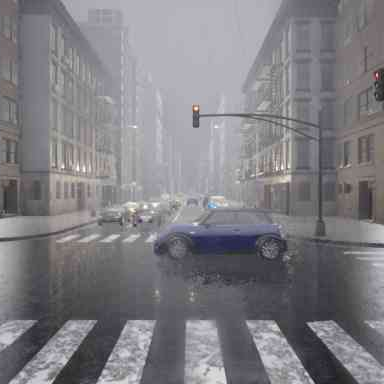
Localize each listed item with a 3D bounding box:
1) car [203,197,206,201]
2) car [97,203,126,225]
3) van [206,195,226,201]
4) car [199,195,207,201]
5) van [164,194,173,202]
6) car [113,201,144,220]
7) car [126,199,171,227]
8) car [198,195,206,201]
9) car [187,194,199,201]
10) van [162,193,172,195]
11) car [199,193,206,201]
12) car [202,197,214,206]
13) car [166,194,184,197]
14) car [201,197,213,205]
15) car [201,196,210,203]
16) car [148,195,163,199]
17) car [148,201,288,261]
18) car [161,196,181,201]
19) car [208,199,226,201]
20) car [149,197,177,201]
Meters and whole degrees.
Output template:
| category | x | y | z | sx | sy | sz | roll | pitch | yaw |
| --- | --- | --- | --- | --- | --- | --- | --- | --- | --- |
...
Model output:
| category | x | y | z | sx | sy | sz | roll | pitch | yaw |
| --- | --- | --- | --- | --- | --- | --- | --- | --- | --- |
| car | 2.645 | 1.578 | 39.723 | 1.802 | 1.307 | 4.206 | 0 | 0 | 0 |
| car | -5.389 | 1.549 | 23.504 | 2.008 | 1.369 | 4.403 | 0 | 0 | 0 |
| van | 2.643 | 1.338 | 34.317 | 1.690 | 1.788 | 3.998 | 0 | 0 | 0 |
| car | 2.660 | 1.539 | 82.973 | 1.887 | 1.381 | 4.507 | 0 | 0 | 0 |
| van | -5.434 | 1.336 | 77.566 | 1.690 | 1.788 | 3.998 | 0 | 0 | 0 |
| car | -5.393 | 1.523 | 28.740 | 1.752 | 1.417 | 4.829 | 0 | 0 | 0 |
| car | -2.847 | 1.490 | 22.872 | 2.128 | 1.511 | 4.902 | 0 | 0 | 0 |
| car | 2.661 | 1.560 | 88.379 | 1.947 | 1.339 | 4.313 | 0 | 0 | 0 |
| car | 0.103 | 1.501 | 57.073 | 1.837 | 1.490 | 4.892 | 0 | 0 | 0 |
| van | -5.425 | 1.337 | 66.753 | 1.690 | 1.788 | 3.998 | 0 | 0 | 0 |
| car | 2.649 | 1.311 | 50.535 | 2.192 | 1.841 | 5.009 | 0 | 0 | 0 |
| car | 2.650 | 1.562 | 55.942 | 1.947 | 1.339 | 4.313 | 0 | 0 | 0 |
| car | -2.793 | 1.474 | 53.024 | 1.882 | 1.535 | 5.008 | 0 | 0 | 1 |
| car | 2.652 | 1.546 | 61.348 | 2.008 | 1.369 | 4.403 | 0 | 0 | 0 |
| car | 2.654 | 1.521 | 66.923 | 1.752 | 1.417 | 4.829 | 0 | 0 | 0 |
| car | -5.407 | 1.436 | 45.129 | 1.967 | 1.590 | 4.097 | 0 | 0 | 0 |
| car | 0.948 | 1.356 | 11.838 | 4.553 | 1.767 | 2.097 | 0 | 0 | 0 |
| car | -2.832 | 1.560 | 42.769 | 1.994 | 1.385 | 4.181 | 0 | 0 | 1 |
| car | 2.641 | 1.548 | 28.910 | 2.008 | 1.369 | 4.403 | 0 | 0 | 0 |
| car | -2.843 | 1.544 | 32.755 | 2.033 | 1.411 | 5.357 | 0 | 0 | 0 |
